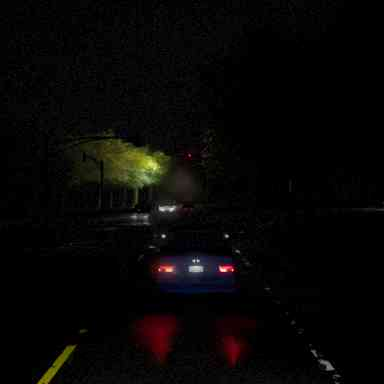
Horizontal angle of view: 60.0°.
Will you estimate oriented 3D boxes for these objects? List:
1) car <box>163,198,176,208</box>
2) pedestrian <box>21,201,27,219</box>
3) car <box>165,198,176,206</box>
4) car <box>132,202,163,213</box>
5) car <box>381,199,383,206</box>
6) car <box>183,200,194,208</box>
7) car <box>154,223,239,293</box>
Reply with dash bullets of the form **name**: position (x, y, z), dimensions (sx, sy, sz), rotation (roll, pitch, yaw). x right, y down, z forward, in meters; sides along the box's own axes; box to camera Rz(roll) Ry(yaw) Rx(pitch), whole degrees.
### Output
- **car**: position (-4.374, 2.168, 59.452), dimensions (1.895, 1.301, 4.718), rotation (0, -1, -1)
- **pedestrian**: position (-18.094, 1.918, 35.666), dimensions (0.375, 1.860, 0.375), rotation (0, 1, 2)
- **car**: position (-4.581, 2.170, 72.037), dimensions (2.097, 1.767, 4.553), rotation (0, -1, -1)
- **car**: position (-5.436, 1.830, 39.923), dimensions (1.895, 1.301, 4.718), rotation (0, -1, 15)
- **car**: position (19.964, 0.666, 30.339), dimensions (4.892, 1.490, 1.837), rotation (-2, -1, 2)
- **car**: position (-0.694, 2.171, 59.679), dimensions (1.895, 1.301, 4.718), rotation (0, -1, -1)
- **car**: position (0.089, 1.550, 8.997), dimensions (2.033, 1.411, 5.357), rotation (0, 0, 0)
